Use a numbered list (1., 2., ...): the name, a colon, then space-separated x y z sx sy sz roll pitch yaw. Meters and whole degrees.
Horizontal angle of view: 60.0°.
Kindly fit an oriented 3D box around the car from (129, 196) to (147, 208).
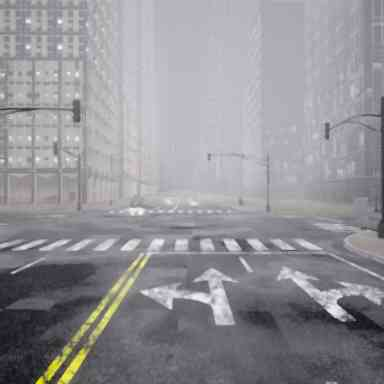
1. car: -7.080 1.252 43.987 2.128 1.511 4.902 0 0 -1
